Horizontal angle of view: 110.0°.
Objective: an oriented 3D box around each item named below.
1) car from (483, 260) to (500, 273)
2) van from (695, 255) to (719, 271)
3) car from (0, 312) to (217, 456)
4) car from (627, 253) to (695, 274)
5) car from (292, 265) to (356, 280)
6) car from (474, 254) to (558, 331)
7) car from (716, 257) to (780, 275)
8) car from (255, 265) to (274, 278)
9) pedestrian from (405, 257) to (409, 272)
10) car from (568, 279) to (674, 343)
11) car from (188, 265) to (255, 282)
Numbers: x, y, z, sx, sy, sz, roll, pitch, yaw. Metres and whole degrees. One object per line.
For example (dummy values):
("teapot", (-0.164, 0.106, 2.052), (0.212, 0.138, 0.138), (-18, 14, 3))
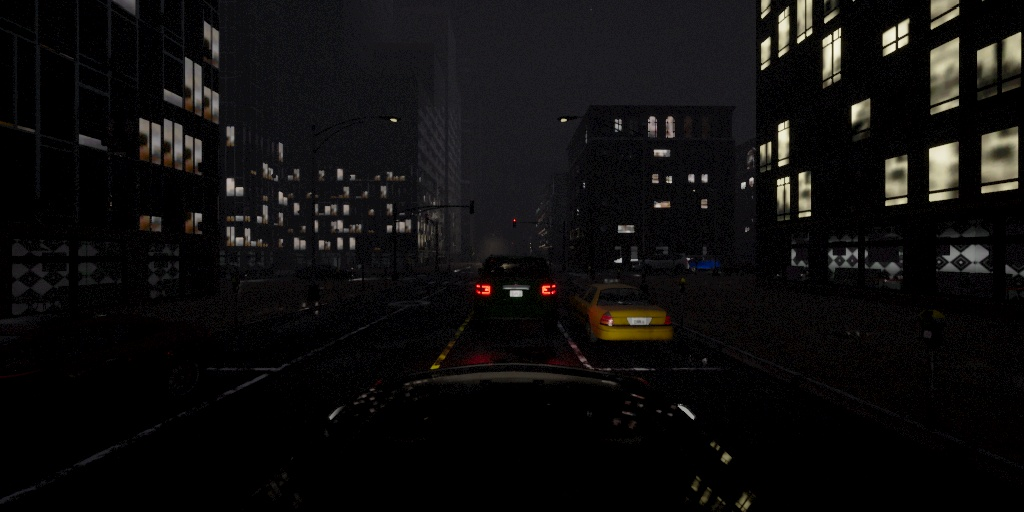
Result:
("car", (-2.608, 1.300, 45.238), (2.033, 1.411, 5.357), (0, 0, -4))
("van", (20.945, 0.800, 39.800), (3.998, 1.789, 1.690), (0, 0, -1))
("car", (-5.317, 1.332, 3.783), (1.802, 1.307, 4.207), (0, 0, 0))
("car", (15.401, 0.755, 37.271), (5.566, 2.045, 2.150), (-1, 0, -1))
("car", (-17.719, 1.515, 33.907), (5.357, 1.411, 2.033), (-1, 0, -1))
("car", (0.090, 0.971, 11.072), (2.150, 2.045, 5.566), (0, 0, 0))
("car", (21.060, 1.019, 31.921), (4.507, 1.381, 1.888), (0, 0, -1))
("car", (-28.436, 1.648, 39.143), (4.403, 1.370, 2.007), (0, 0, -1))
("pedestrian", (-12.387, 1.020, 42.342), (0.375, 1.860, 0.375), (0, 1, -1))
("car", (2.558, 1.275, 9.519), (1.751, 1.417, 4.829), (0, 0, 0))
("car", (-27.531, 1.601, 33.773), (4.892, 1.490, 1.837), (0, 0, -1))
